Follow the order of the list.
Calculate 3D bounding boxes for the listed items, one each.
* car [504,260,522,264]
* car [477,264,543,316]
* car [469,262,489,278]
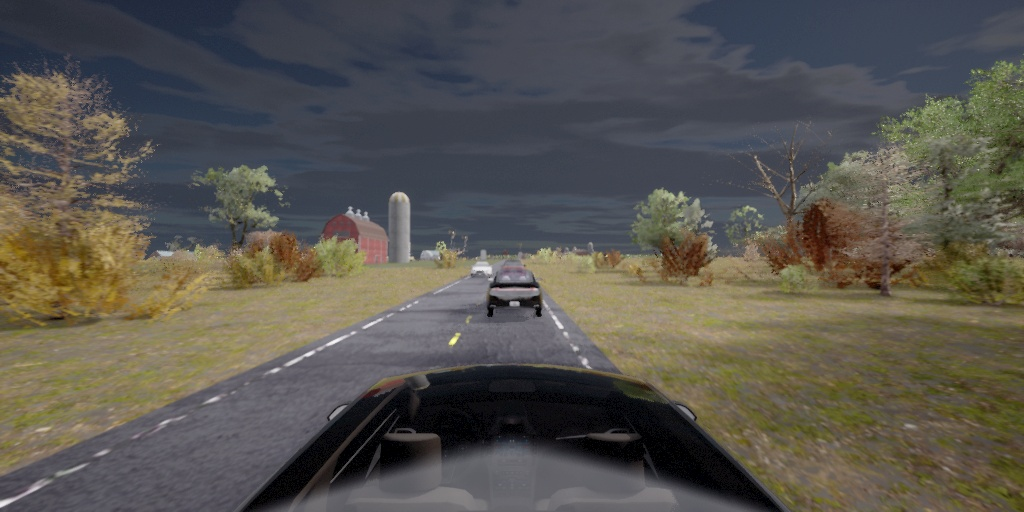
[{"bbox_3d":[0.092,1.111,29.869,2.097,1.767,4.553,0,0,0],"label":"car"},{"bbox_3d":[0.089,1.245,13.387,2.128,1.511,4.902,0,0,0],"label":"car"},{"bbox_3d":[-2.849,1.286,34.286,1.812,1.442,4.674,0,0,0],"label":"car"}]
